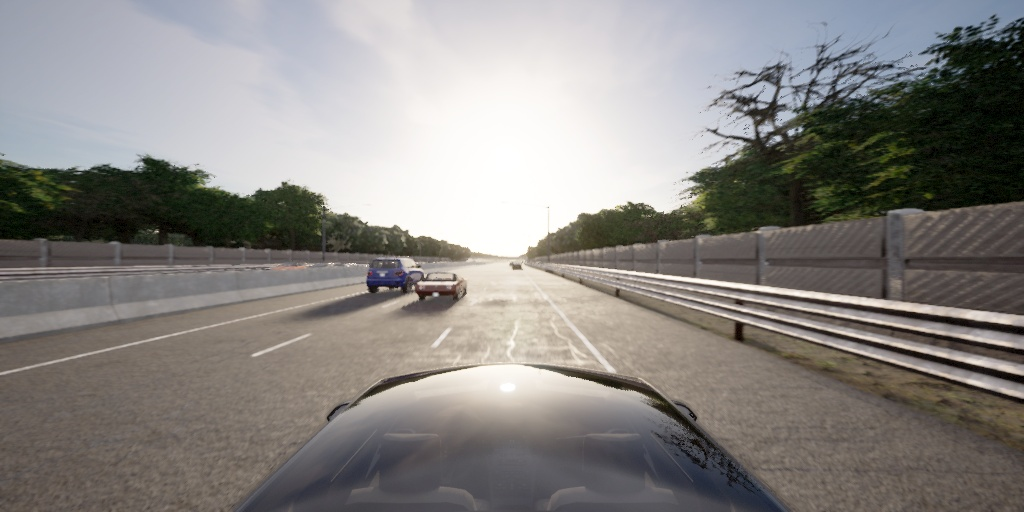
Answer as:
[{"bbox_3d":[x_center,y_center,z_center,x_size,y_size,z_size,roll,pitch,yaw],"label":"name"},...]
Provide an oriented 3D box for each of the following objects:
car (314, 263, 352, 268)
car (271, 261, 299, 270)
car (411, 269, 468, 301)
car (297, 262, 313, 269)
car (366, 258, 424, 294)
[{"bbox_3d":[-17.568,1.517,36.431,2.128,1.511,4.902,0,0,0],"label":"car"},{"bbox_3d":[-24.556,1.413,39.786,2.097,1.767,4.553,0,-1,0],"label":"car"},{"bbox_3d":[-3.396,1.459,18.207,1.895,1.301,4.718,0,-1,0],"label":"car"},{"bbox_3d":[-21.060,1.564,39.632,1.837,1.490,4.892,0,-1,0],"label":"car"},{"bbox_3d":[-6.896,1.113,21.753,2.150,2.045,5.566,0,0,0],"label":"car"}]
